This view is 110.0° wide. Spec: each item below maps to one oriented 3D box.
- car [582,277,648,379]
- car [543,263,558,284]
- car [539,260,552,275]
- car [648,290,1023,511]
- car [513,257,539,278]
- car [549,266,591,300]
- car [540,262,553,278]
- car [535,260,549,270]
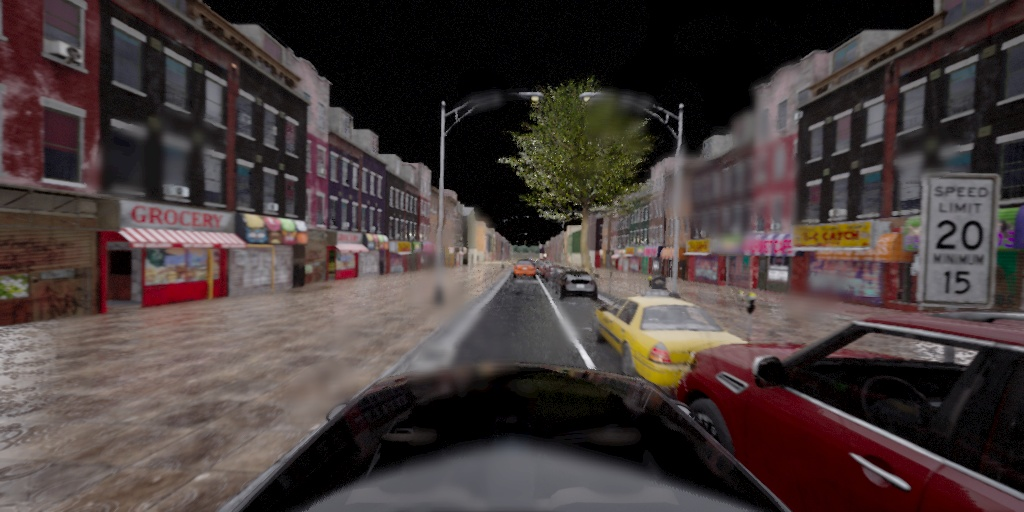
[{"bbox_3d":[2.738,1.345,7.140,1.751,1.417,4.829,0,0,2],"label":"car"},{"bbox_3d":[3.321,1.376,23.596,2.007,1.370,4.403,0,0,2],"label":"car"},{"bbox_3d":[3.714,1.379,34.680,1.888,1.381,4.507,0,0,2],"label":"car"},{"bbox_3d":[2.535,1.133,1.427,2.192,1.841,5.009,0,0,2],"label":"car"},{"bbox_3d":[1.187,1.117,34.231,2.097,1.767,4.553,2,0,1],"label":"car"},{"bbox_3d":[3.125,1.388,18.054,1.948,1.339,4.313,0,0,2],"label":"car"},{"bbox_3d":[3.518,1.411,29.138,1.802,1.307,4.207,0,0,2],"label":"car"},{"bbox_3d":[4.593,1.375,55.762,1.837,1.490,4.892,2,0,2],"label":"car"}]
